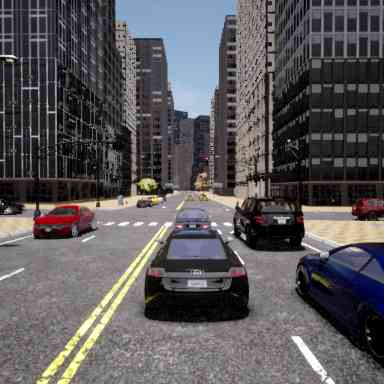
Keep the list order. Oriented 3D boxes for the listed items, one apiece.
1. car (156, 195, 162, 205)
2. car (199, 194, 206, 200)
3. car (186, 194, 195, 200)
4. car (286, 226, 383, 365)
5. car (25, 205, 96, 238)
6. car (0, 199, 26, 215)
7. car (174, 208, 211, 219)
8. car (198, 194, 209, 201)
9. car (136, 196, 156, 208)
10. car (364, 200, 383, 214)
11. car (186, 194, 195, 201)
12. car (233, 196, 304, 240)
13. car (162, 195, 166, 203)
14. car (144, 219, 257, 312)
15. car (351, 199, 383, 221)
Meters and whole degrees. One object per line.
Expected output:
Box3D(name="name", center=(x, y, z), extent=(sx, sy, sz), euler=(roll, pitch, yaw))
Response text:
Box3D(name="car", center=(-6.848, 1.431, 57.117), extent=(1.882, 1.535, 5.008), euler=(0, 0, 0))
Box3D(name="car", center=(2.836, 1.239, 89.079), extent=(1.837, 1.490, 4.892), euler=(0, 0, 0))
Box3D(name="car", center=(-0.414, 1.264, 89.064), extent=(2.128, 1.511, 4.902), euler=(0, 0, 0))
Box3D(name="car", center=(3.334, 1.561, 5.823), extent=(1.994, 1.385, 4.181), euler=(0, 0, -1))
Box3D(name="car", center=(-6.603, 1.467, 17.747), extent=(1.882, 1.535, 5.008), euler=(0, 0, 0))
Box3D(name="car", center=(-18.021, 1.361, 30.939), extent=(4.892, 1.490, 1.837), euler=(1, 1, 0))
Box3D(name="car", center=(0.021, 1.537, 17.014), extent=(2.033, 1.411, 5.357), euler=(0, 0, 0))
Box3D(name="car", center=(2.886, 1.393, 78.661), extent=(1.882, 1.535, 5.008), euler=(0, 0, 0))
Box3D(name="car", center=(-6.814, 1.528, 48.188), extent=(1.994, 1.385, 4.181), euler=(0, 0, 0))
Box3D(name="car", center=(21.642, 1.642, 36.245), extent=(4.829, 1.417, 1.752), euler=(1, 0, 1))
Box3D(name="car", center=(-0.365, 1.393, 78.647), extent=(1.882, 1.535, 5.008), euler=(0, 0, 0))
Box3D(name="car", center=(3.305, 1.213, 15.244), extent=(2.150, 2.045, 5.566), euler=(0, 0, -2))
Box3D(name="car", center=(-6.839, 1.466, 66.565), extent=(1.812, 1.442, 4.674), euler=(0, 0, 0))
Box3D(name="car", center=(0.066, 1.560, 7.793), extent=(1.994, 1.385, 4.181), euler=(0, 0, -1))
Box3D(name="car", center=(16.072, 1.519, 27.933), extent=(5.009, 1.841, 2.192), euler=(1, 0, 1))
